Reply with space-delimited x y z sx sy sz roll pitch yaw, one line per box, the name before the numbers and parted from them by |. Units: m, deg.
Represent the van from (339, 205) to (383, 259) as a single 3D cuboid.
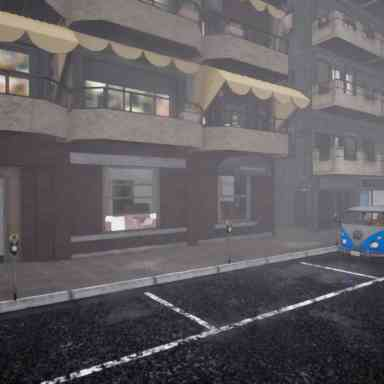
van | 6.659 1.341 11.304 3.998 1.788 1.690 0 0 -35
